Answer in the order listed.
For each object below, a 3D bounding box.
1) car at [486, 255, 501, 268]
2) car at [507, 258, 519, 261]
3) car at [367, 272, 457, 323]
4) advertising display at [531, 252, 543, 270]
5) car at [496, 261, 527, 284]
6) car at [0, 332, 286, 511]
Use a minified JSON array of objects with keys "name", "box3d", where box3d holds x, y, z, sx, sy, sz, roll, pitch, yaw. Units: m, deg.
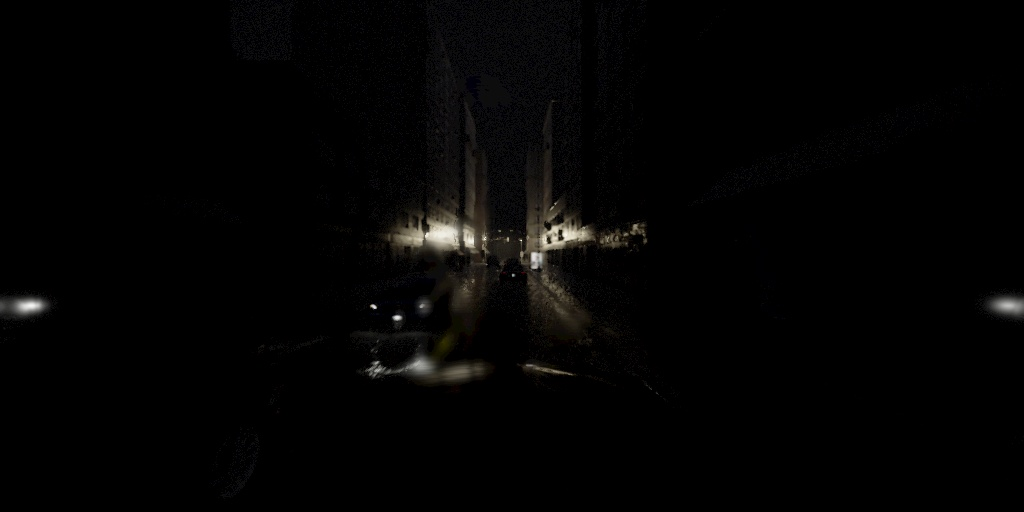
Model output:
[{"name":"car","box3d":[-3.031,0.881,58.317,2.150,2.045,5.566,0,0,1]},{"name":"car","box3d":[0.089,1.038,44.409,2.097,1.767,4.553,0,0,0]},{"name":"car","box3d":[-3.091,1.284,12.334,2.033,1.411,5.357,0,0,0]},{"name":"advertising display","box3d":[3.143,0.710,45.373,1.540,2.440,0.280,0,0,0]},{"name":"car","box3d":[0.101,1.279,26.672,1.994,1.385,4.181,0,0,0]},{"name":"car","box3d":[-3.098,1.257,1.487,1.837,1.490,4.892,0,0,0]}]
